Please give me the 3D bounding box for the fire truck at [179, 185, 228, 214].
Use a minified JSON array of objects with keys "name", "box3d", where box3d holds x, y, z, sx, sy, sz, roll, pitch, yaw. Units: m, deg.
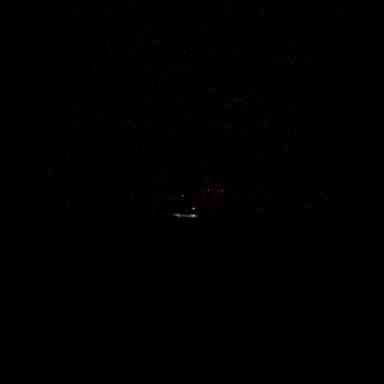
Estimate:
[{"name":"fire truck","box3d":[1.796,0.980,46.681,2.891,3.827,8.468,0,0,35]}]
